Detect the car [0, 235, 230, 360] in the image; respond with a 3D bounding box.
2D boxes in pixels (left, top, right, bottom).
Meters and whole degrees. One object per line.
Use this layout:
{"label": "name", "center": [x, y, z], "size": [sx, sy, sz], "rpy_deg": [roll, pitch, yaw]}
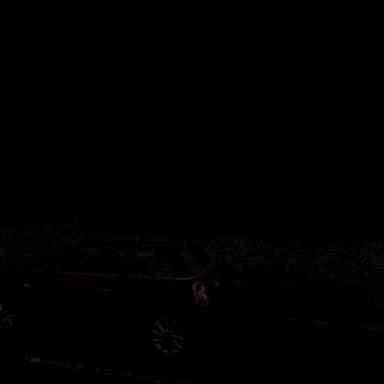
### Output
{"label": "car", "center": [-1.494, 1.460, 5.715], "size": [4.097, 1.590, 1.967], "rpy_deg": [0, 0, 16]}
